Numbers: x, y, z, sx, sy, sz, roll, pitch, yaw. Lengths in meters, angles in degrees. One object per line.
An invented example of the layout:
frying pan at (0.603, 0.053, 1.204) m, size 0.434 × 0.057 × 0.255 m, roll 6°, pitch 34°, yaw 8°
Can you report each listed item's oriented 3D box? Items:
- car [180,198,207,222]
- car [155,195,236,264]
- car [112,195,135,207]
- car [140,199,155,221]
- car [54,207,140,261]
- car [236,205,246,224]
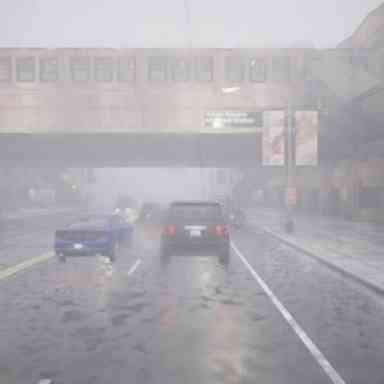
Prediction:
car at (0.136, 1.458, 28.254) m, size 2.097 × 1.767 × 4.553 m, roll 0°, pitch 0°, yaw 1°
car at (0.069, 1.268, 12.107) m, size 2.150 × 2.045 × 5.566 m, roll 0°, pitch 0°, yaw -1°
car at (-10.449, 1.421, 52.517) m, size 2.150 × 2.045 × 5.566 m, roll 0°, pitch 0°, yaw 0°
car at (-3.358, 1.615, 28.648) m, size 1.837 × 1.490 × 4.892 m, roll 0°, pitch 0°, yaw 1°
car at (-3.436, 1.526, 12.577) m, size 1.882 × 1.535 × 5.008 m, roll 0°, pitch -1°, yaw 0°
car at (3.223, 1.706, 29.183) m, size 1.895 × 1.301 × 4.718 m, roll 0°, pitch 0°, yaw 0°
